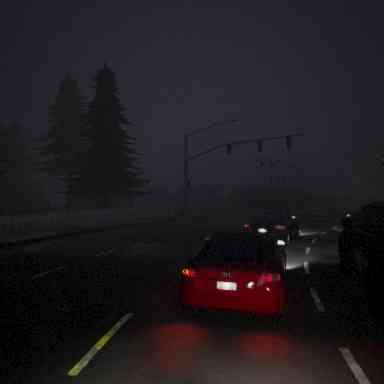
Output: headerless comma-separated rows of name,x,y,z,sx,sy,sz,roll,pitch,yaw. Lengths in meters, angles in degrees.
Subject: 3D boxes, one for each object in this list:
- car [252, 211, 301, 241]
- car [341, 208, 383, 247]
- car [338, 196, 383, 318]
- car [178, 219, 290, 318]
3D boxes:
car,3.780,1.558,15.549,1.994,1.385,4.181,0,0,26
car,8.359,1.558,15.812,1.994,1.385,4.181,0,0,28
car,4.700,1.218,7.219,2.150,2.045,5.566,0,0,15
car,1.123,1.561,7.577,1.994,1.385,4.181,0,0,15
